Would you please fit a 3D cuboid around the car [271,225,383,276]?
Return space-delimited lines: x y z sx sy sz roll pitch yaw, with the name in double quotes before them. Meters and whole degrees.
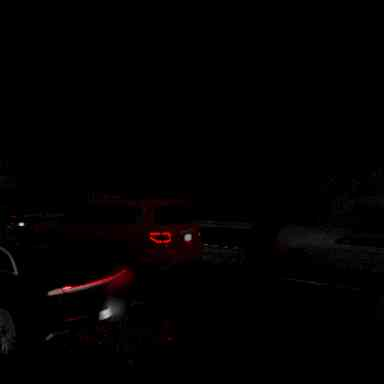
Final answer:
"car" 4.665 1.584 9.162 4.718 1.301 1.895 0 0 35

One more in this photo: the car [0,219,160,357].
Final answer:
"car" -3.203 1.484 6.016 4.902 1.511 2.128 0 0 34

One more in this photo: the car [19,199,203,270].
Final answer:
"car" -2.343 1.208 9.648 5.566 2.045 2.150 0 0 33

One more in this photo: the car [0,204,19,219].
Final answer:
"car" -11.294 1.484 19.108 4.892 1.490 1.837 0 0 29
